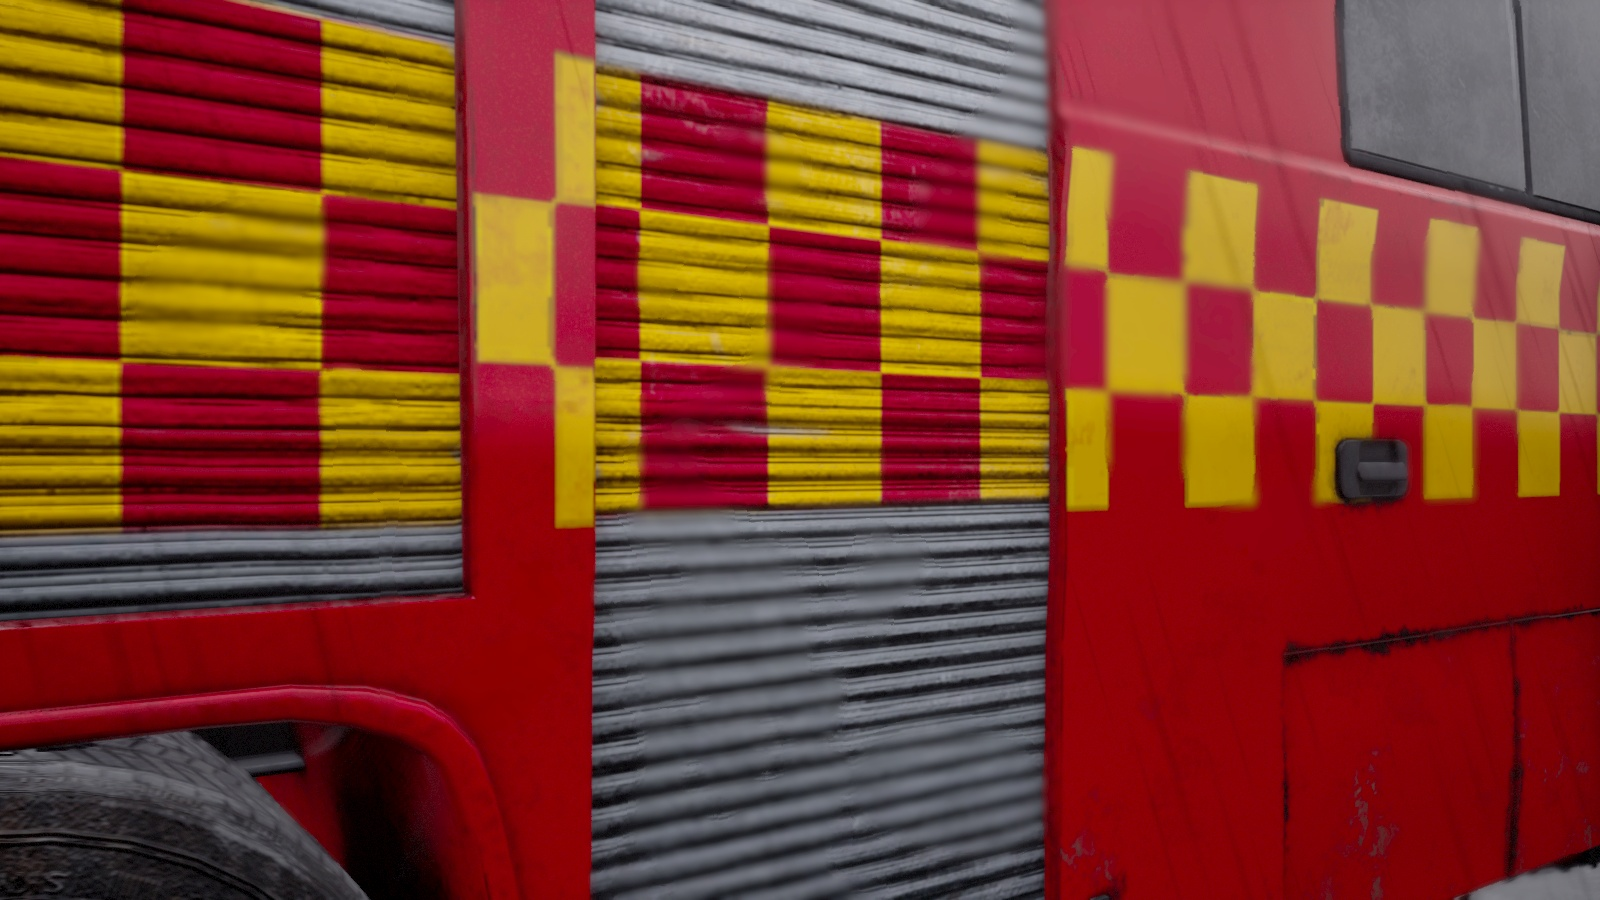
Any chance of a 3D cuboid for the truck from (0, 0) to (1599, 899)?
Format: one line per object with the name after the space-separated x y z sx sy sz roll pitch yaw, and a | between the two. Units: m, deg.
0.497 -0.407 4.009 8.468 3.827 2.891 0 0 -35 | truck
